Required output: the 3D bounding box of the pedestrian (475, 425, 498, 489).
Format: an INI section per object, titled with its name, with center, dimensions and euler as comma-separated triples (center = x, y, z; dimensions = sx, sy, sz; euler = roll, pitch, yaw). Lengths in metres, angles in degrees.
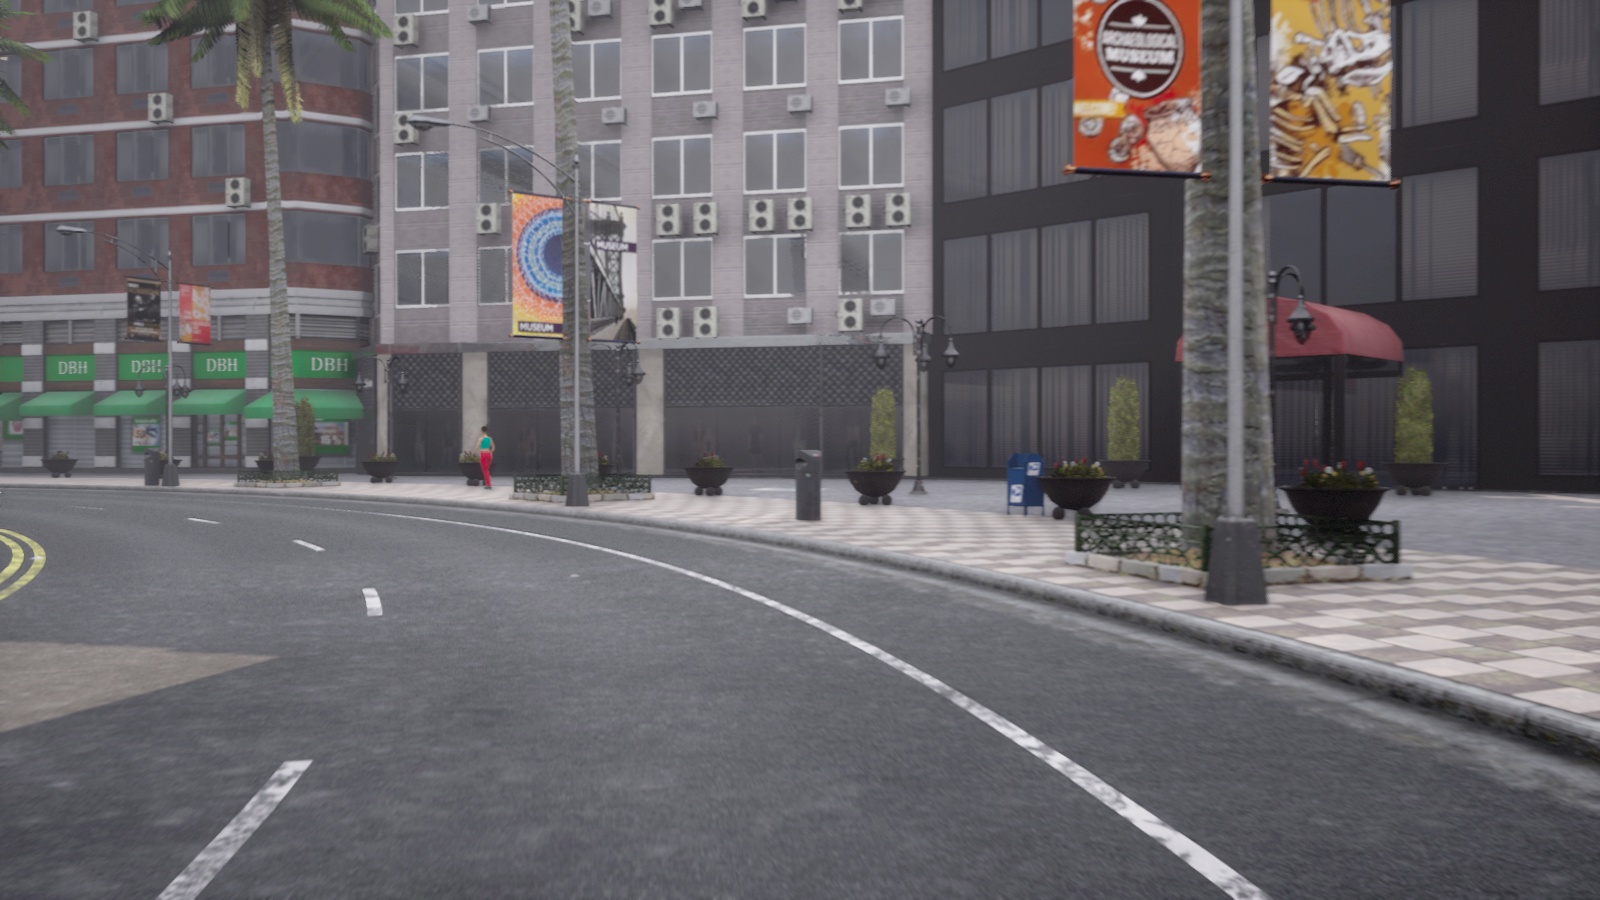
[pedestrian]
center = -9.089, 0.199, 36.441
dimensions = 0.594, 1.836, 0.345
euler = 0, 0, 38
